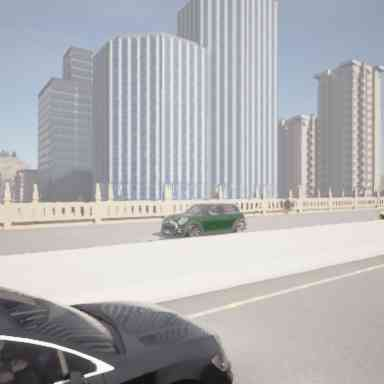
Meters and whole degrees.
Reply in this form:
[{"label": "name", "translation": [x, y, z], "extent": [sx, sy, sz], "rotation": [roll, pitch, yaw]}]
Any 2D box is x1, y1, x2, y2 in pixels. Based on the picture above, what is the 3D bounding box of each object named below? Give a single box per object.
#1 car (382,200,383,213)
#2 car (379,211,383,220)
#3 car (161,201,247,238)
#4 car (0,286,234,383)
[{"label": "car", "translation": [23.032, 1.588, 36.707], "extent": [4.181, 1.385, 1.994], "rotation": [0, 0, -34]}, {"label": "car", "translation": [14.745, 1.493, 22.728], "extent": [5.008, 1.535, 1.882], "rotation": [0, 0, -34]}, {"label": "car", "translation": [0.664, 1.358, 17.311], "extent": [4.553, 1.767, 2.097], "rotation": [0, 0, -35]}, {"label": "car", "translation": [-1.855, 1.504, 2.425], "extent": [4.892, 1.490, 1.837], "rotation": [0, 0, -36]}]
